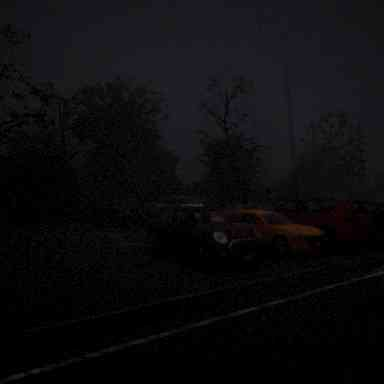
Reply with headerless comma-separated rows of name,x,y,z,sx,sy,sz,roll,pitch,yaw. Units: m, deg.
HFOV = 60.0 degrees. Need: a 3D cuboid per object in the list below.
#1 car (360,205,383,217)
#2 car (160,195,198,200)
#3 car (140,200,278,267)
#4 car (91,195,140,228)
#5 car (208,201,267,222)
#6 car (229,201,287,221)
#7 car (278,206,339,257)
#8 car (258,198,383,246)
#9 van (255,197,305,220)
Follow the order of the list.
car,25.270,2.605,44.470,2.002,1.452,4.674,3,-2,-36
car,-0.656,1.290,25.811,2.435,2.045,5.566,1,-1,-36
car,0.347,1.307,11.448,2.185,1.767,4.553,1,-1,-36
car,-5.074,1.211,22.600,2.435,2.045,5.566,1,-1,-36
car,3.854,1.656,29.321,1.946,1.575,5.366,2,-1,-36
car,6.014,1.720,30.874,1.946,1.575,5.366,2,-1,-36
car,2.817,1.474,13.210,2.097,1.535,5.008,1,-1,-36
car,5.166,1.263,14.946,2.435,2.045,5.566,1,-1,-36
van,8.462,1.572,32.264,1.878,1.987,4.442,2,-1,-36
